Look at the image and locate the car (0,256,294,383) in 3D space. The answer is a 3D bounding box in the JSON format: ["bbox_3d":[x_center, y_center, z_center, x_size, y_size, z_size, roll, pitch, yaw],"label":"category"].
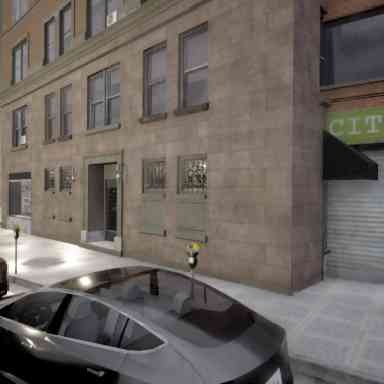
[{"bbox_3d":[-1.053,1.565,3.823,4.313,1.339,1.947,0,1,35],"label":"car"}]
